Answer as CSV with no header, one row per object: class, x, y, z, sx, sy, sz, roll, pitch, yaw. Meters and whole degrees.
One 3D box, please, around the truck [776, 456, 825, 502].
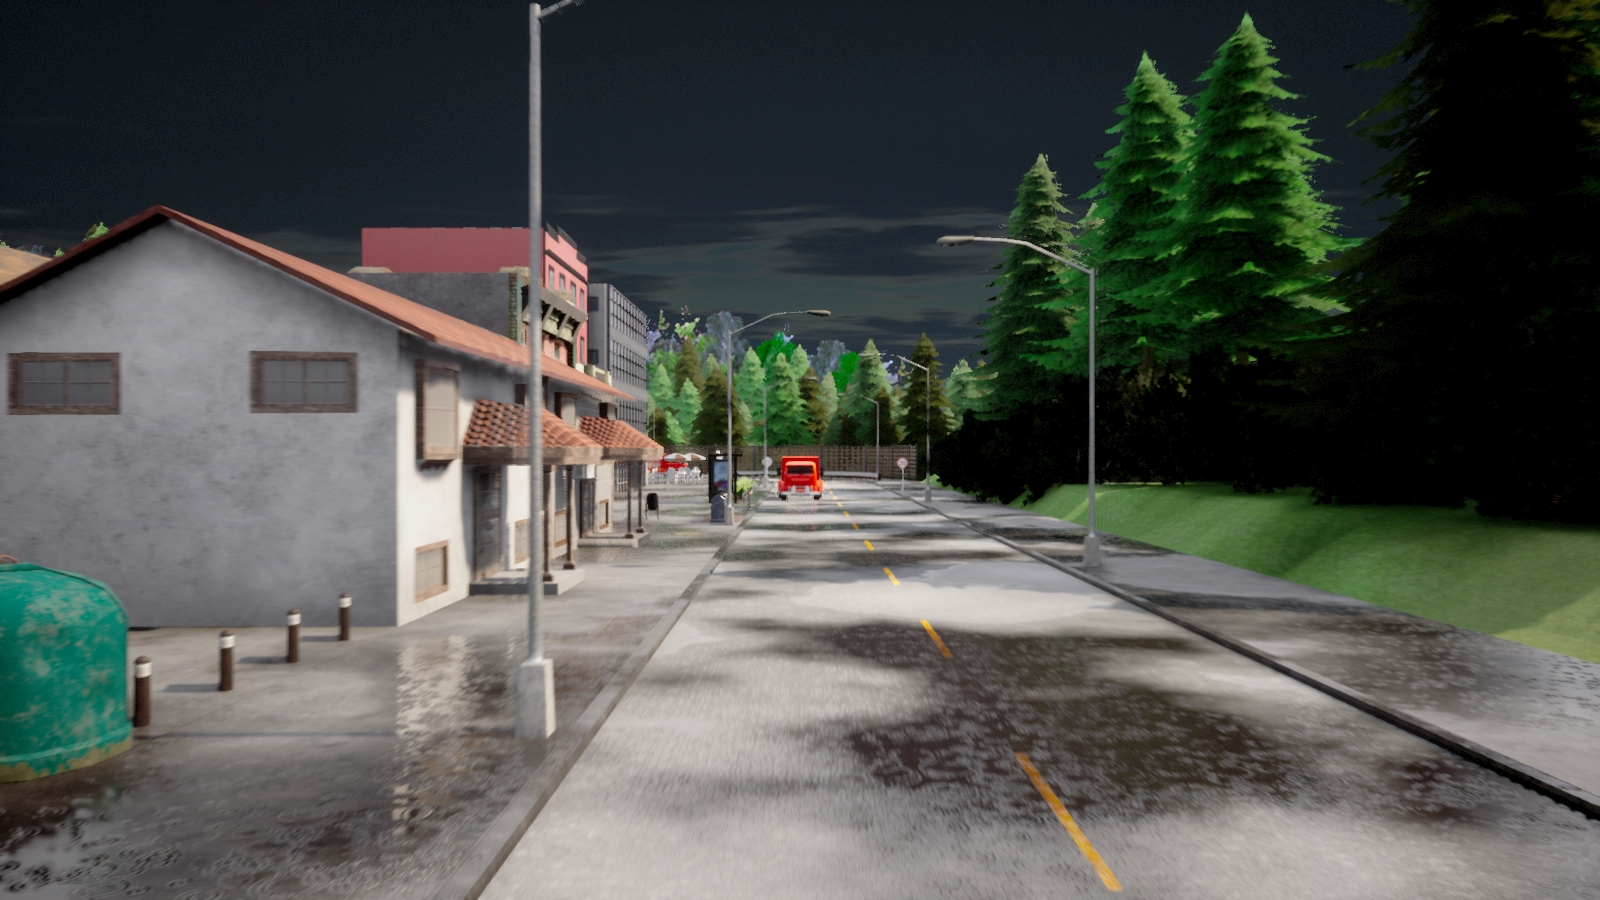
truck,0.023,1.567,63.670,2.627,2.467,5.204,0,0,0
